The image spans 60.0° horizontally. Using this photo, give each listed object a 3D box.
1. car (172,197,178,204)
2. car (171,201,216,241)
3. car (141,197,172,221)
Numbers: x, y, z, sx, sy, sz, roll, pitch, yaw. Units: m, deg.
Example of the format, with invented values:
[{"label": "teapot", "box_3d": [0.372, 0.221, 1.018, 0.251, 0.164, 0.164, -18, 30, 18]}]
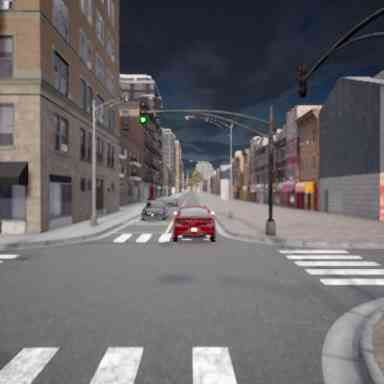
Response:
[{"label": "car", "box_3d": [-2.826, 1.404, 45.984, 1.994, 1.385, 4.181, 0, 0, 0]}, {"label": "car", "box_3d": [0.097, 1.406, 16.251, 1.882, 1.535, 5.008, 0, 0, 0]}, {"label": "car", "box_3d": [-2.852, 1.400, 26.318, 1.837, 1.490, 4.892, 0, 0, 0]}]
